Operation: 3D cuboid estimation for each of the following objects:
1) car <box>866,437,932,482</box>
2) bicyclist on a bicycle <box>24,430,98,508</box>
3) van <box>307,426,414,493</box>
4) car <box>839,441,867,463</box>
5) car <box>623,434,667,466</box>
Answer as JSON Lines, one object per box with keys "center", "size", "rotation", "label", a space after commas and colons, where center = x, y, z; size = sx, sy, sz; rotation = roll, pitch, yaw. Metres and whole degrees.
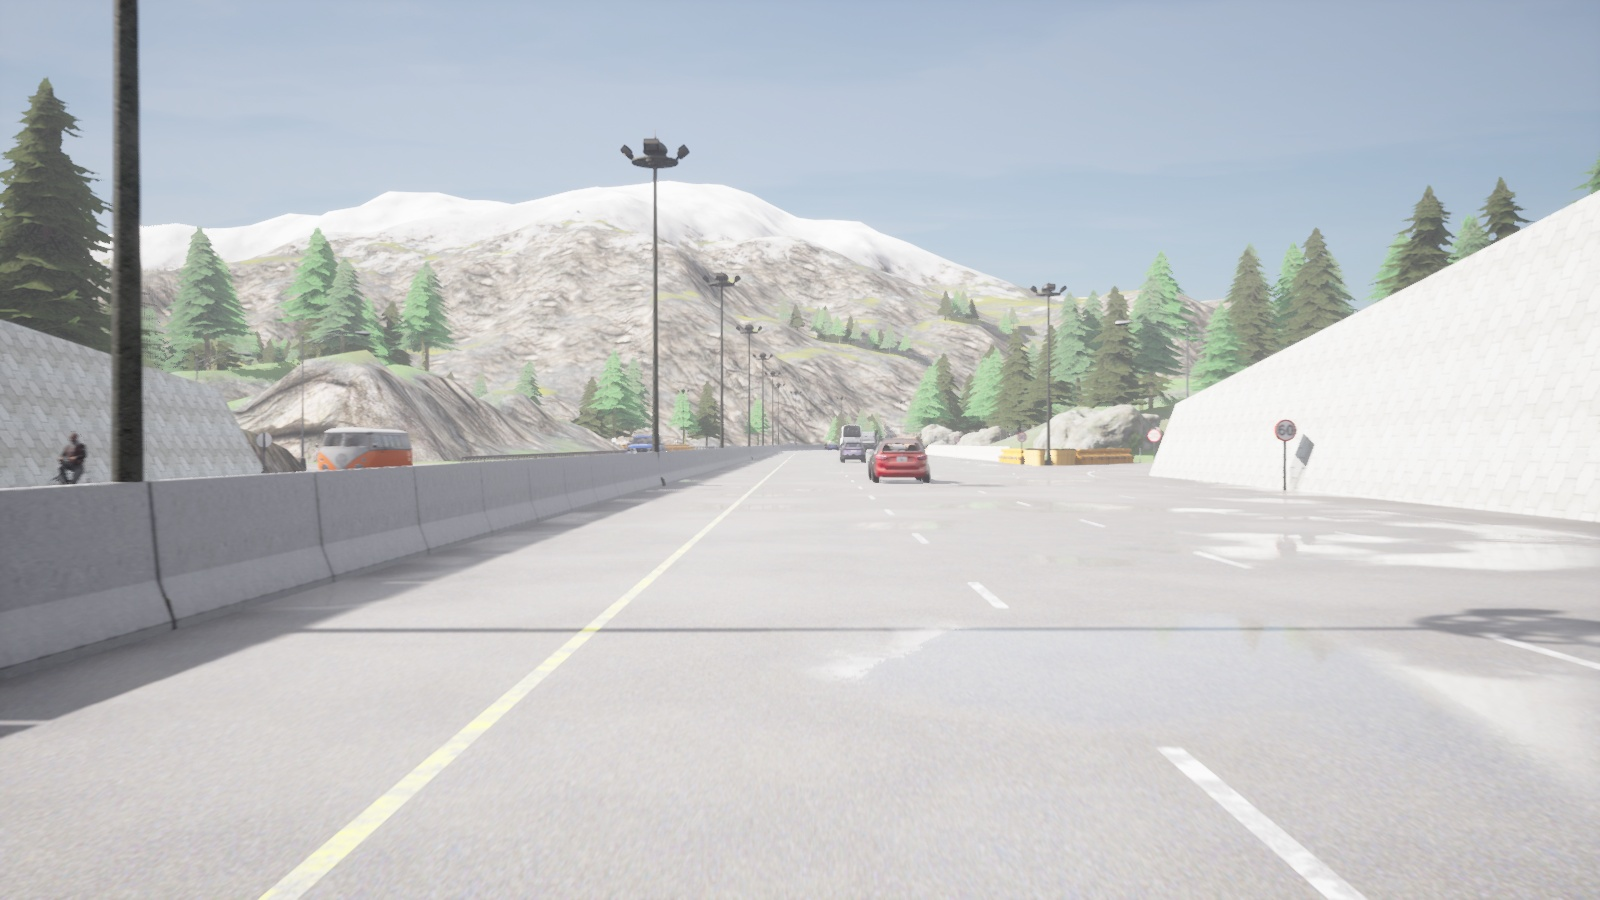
{"center": [3.793, 0.320, 48.816], "size": [2.242, 1.667, 4.611], "rotation": [0, 0, 0], "label": "car"}
{"center": [-17.317, 0.437, 29.471], "size": [0.659, 1.776, 1.843], "rotation": [0, 0, 0], "label": "bicyclist on a bicycle"}
{"center": [-13.760, 0.266, 39.575], "size": [1.775, 1.987, 4.442], "rotation": [0, 0, 0], "label": "van"}
{"center": [4.068, 0.131, 97.241], "size": [2.033, 1.649, 4.856], "rotation": [0, 0, 0], "label": "car"}
{"center": [-10.020, -0.004, 81.788], "size": [2.150, 2.045, 5.566], "rotation": [0, 0, 0], "label": "car"}
